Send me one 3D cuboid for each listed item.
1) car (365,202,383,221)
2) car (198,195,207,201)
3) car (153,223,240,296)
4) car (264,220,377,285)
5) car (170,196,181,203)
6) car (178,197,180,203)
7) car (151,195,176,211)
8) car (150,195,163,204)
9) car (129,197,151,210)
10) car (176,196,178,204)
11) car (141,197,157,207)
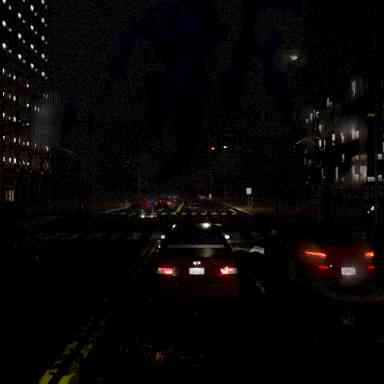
[{"bbox_3d":[16.986,1.279,26.653,5.566,2.045,2.150,0,0,3],"label":"car"},{"bbox_3d":[2.529,1.391,82.793,1.812,1.442,4.674,0,0,-4],"label":"car"},{"bbox_3d":[0.088,1.544,8.814,2.033,1.411,5.357,0,0,0],"label":"car"},{"bbox_3d":[3.336,1.522,9.398,1.812,1.442,4.674,0,0,0],"label":"car"},{"bbox_3d":[-3.433,1.471,69.111,1.994,1.385,4.181,0,0,-1],"label":"car"},{"bbox_3d":[-3.418,1.421,59.077,2.128,1.511,4.902,0,0,0],"label":"car"},{"bbox_3d":[-3.402,1.319,40.565,2.097,1.767,4.553,0,0,0],"label":"car"},{"bbox_3d":[-6.674,1.427,62.472,1.837,1.490,4.892,0,0,0],"label":"car"},{"bbox_3d":[-6.657,1.441,42.187,1.882,1.535,5.008,0,0,0],"label":"car"},{"bbox_3d":[-3.413,1.455,49.457,1.837,1.490,4.892,0,0,0],"label":"car"},{"bbox_3d":[-6.670,1.470,52.107,1.812,1.442,4.674,0,0,0],"label":"car"}]
